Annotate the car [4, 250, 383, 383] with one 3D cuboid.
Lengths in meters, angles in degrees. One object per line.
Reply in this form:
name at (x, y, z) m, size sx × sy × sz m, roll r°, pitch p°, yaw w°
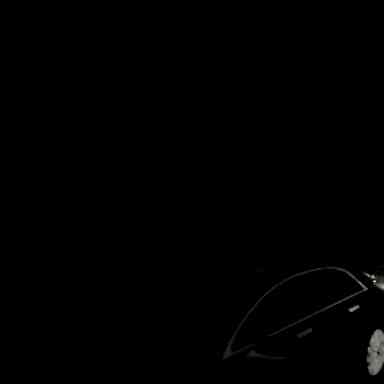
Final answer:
car at (0.568, 1.543, 3.834) m, size 4.892 × 1.490 × 1.837 m, roll 0°, pitch -1°, yaw -38°
